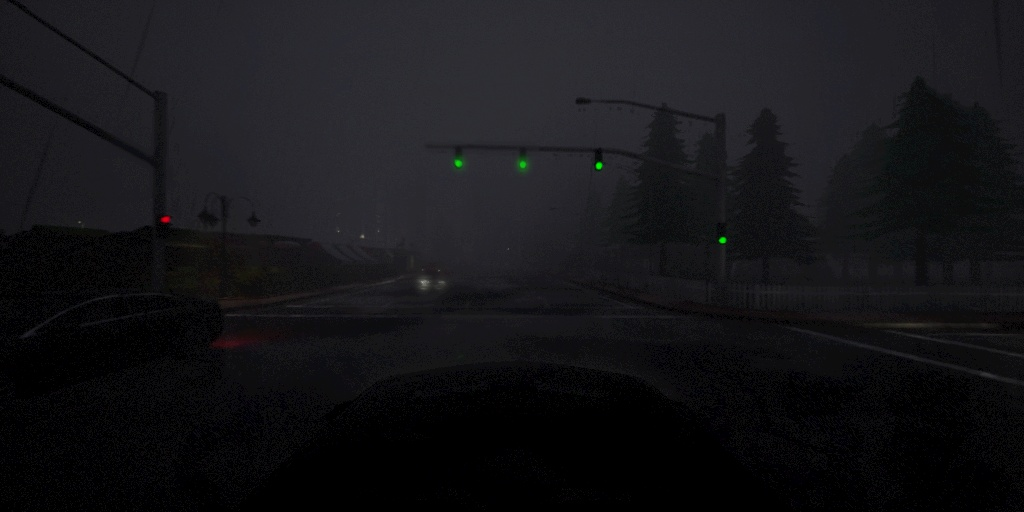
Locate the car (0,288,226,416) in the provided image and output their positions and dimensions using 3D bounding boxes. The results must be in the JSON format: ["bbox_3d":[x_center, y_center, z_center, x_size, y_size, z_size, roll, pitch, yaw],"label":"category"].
[{"bbox_3d":[-6.994,1.300,5.557,2.128,1.511,4.902,0,0,0],"label":"car"}]

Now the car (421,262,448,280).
[{"bbox_3d":[-7.815,1.384,36.451,2.097,1.767,4.553,0,-1,-2],"label":"car"}]
